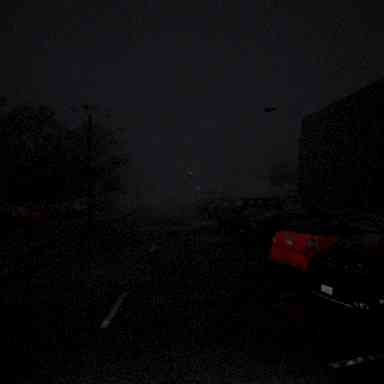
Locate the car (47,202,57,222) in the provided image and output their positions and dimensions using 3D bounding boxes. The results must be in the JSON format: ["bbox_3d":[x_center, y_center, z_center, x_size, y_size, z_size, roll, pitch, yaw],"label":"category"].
[{"bbox_3d":[-14.144,1.664,28.299,4.553,1.767,2.185,-1,0,-23],"label":"car"}]

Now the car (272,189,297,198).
[{"bbox_3d":[17.272,0.801,64.255,2.002,1.452,4.674,-6,3,-30],"label":"car"}]

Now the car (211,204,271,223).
[{"bbox_3d":[4.138,1.783,28.062,4.674,1.452,2.002,1,-1,-23],"label":"car"}]

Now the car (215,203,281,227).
[{"bbox_3d":[4.407,1.687,22.020,5.008,1.535,2.097,1,0,-22],"label":"car"}]

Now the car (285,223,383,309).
[{"bbox_3d":[4.720,1.549,6.920,4.892,1.521,2.231,1,-1,-21],"label":"car"}]

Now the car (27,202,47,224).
[{"bbox_3d":[-14.194,1.759,25.256,5.366,1.575,1.946,-1,0,-22],"label":"car"}]

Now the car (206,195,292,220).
[{"bbox_3d":[4.259,1.463,25.027,5.566,2.045,2.435,1,0,-23],"label":"car"}]

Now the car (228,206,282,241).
[{"bbox_3d":[4.580,1.631,15.985,5.008,1.535,2.097,1,-1,-22],"label":"car"}]

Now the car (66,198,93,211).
[{"bbox_3d":[-15.113,1.907,40.031,5.366,1.575,1.946,-1,0,-24],"label":"car"}]

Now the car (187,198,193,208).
[{"bbox_3d":[2.504,1.934,49.071,5.366,1.575,1.946,1,0,-25],"label":"car"}]

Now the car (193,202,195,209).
[{"bbox_3d":[2.966,1.786,46.155,4.553,1.767,2.185,1,0,-25],"label":"car"}]

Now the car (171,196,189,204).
[{"bbox_3d":[-2.392,2.405,89.670,4.553,1.767,2.185,1,-1,-30],"label":"car"}]

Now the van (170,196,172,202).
[{"bbox_3d":[-2.977,2.327,92.591,4.442,1.987,1.878,1,0,-30],"label":"van"}]

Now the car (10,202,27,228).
[{"bbox_3d":[-13.925,1.606,22.366,4.553,1.767,2.185,-1,-1,-22],"label":"car"}]

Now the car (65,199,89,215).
[{"bbox_3d":[-14.559,1.873,37.234,5.366,1.575,1.946,-1,-1,-24],"label":"car"}]

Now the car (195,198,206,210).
[{"bbox_3d":[3.417,1.856,40.120,4.892,1.521,2.231,1,0,-24],"label":"car"}]

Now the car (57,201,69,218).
[{"bbox_3d":[-14.334,1.859,31.244,4.674,1.452,2.002,-1,0,-23],"label":"car"}]

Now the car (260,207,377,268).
[{"bbox_3d":[4.677,1.450,9.940,4.553,1.767,2.185,1,-1,-21],"label":"car"}]

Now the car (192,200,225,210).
[{"bbox_3d":[2.574,2.003,52.130,4.792,1.488,2.163,1,-1,-26],"label":"car"}]

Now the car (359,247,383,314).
[{"bbox_3d":[4.761,1.520,3.901,5.008,1.535,2.097,1,0,-20],"label":"car"}]

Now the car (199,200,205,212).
[{"bbox_3d":[3.614,1.867,37.108,4.674,1.452,2.002,1,-1,-24],"label":"car"}]

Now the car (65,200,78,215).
[{"bbox_3d":[-14.520,1.889,34.199,4.674,1.452,2.002,-1,0,-24],"label":"car"}]

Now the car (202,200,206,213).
[{"bbox_3d":[3.813,1.839,34.090,4.674,1.452,2.002,1,0,-24],"label":"car"}]

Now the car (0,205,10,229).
[{"bbox_3d":[-13.772,1.701,19.413,5.008,1.535,2.097,-1,0,-22],"label":"car"}]

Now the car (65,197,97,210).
[{"bbox_3d":[-15.150,1.811,43.072,4.553,1.767,2.185,-1,0,-24],"label":"car"}]

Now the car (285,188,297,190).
[{"bbox_3d":[20.221,0.226,64.764,2.435,2.045,5.566,-6,3,-30],"label":"car"}]
